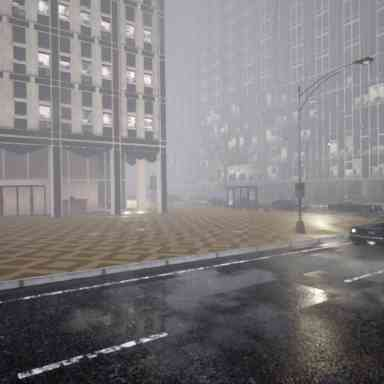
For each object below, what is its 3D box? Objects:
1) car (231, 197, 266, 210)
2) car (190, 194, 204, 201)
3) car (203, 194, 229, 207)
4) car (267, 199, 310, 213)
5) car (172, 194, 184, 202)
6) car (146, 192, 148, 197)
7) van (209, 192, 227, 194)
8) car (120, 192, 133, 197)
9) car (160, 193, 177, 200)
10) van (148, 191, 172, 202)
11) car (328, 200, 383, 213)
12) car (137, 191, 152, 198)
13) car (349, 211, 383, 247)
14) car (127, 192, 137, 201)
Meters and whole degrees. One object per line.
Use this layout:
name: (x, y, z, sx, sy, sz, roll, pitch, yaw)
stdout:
car: (7.083, 1.384, 39.592, 1.802, 1.307, 4.206, -1, 1, -34)
car: (1.221, 1.037, 63.138, 1.802, 1.307, 4.206, -1, 1, -34)
car: (3.915, 1.315, 44.311, 1.947, 1.339, 4.313, -1, 1, -34)
car: (10.286, 1.419, 34.894, 1.947, 1.339, 4.313, -1, 1, -34)
car: (-3.341, 1.057, 59.663, 1.837, 1.490, 4.892, -1, 1, -34)
car: (-8.429, 0.609, 77.193, 2.192, 1.841, 5.009, -1, 1, -34)
van: (4.437, 0.849, 58.449, 1.690, 1.788, 3.998, -1, 1, -34)
car: (-18.077, 0.682, 91.253, 2.008, 1.369, 4.403, 0, 1, -34)
car: (-5.212, 0.930, 72.511, 1.802, 1.307, 4.206, -1, 1, -34)
van: (-5.688, 0.932, 58.395, 1.690, 1.788, 3.998, -1, 1, -34)
car: (15.606, 1.462, 31.782, 1.895, 1.301, 4.718, -1, 1, -32)
car: (-11.645, 0.680, 81.880, 1.967, 1.590, 4.097, -1, 1, -34)
car: (8.523, 1.591, 13.682, 4.718, 1.301, 1.895, 0, 0, -34)
car: (-12.122, 1.034, 67.769, 2.008, 1.369, 4.403, 0, 1, -34)
